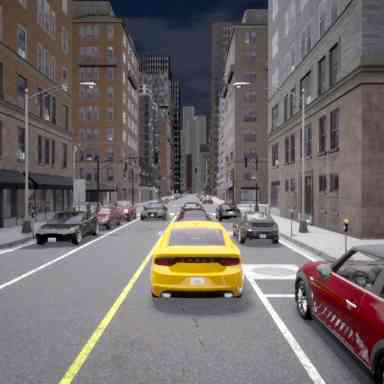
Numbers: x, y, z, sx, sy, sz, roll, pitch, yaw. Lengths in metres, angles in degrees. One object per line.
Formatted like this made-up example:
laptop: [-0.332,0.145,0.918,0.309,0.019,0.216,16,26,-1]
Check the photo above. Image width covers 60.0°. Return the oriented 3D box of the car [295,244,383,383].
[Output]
car: [2.859,1.440,4.621,1.967,1.590,4.097,0,0,0]

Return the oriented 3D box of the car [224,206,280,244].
car: [2.867,1.551,15.624,2.008,1.369,4.403,0,0,0]

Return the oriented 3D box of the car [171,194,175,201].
car: [-5.562,1.614,74.553,2.008,1.369,4.403,0,0,0]

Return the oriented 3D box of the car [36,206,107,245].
car: [-5.658,1.566,15.630,1.947,1.339,4.313,0,0,0]

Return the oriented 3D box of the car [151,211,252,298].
car: [0.100,1.478,8.552,1.882,1.535,5.008,0,0,0]

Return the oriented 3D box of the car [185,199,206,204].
car: [0.019,1.528,26.356,1.812,1.442,4.674,0,0,2]

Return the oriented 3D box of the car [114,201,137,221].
car: [-5.651,1.443,26.633,1.967,1.590,4.097,0,0,0]

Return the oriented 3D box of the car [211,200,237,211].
car: [2.875,1.568,26.627,1.947,1.339,4.313,0,0,0]

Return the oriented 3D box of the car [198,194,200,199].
car: [2.962,1.614,74.535,2.008,1.369,4.403,0,0,0]

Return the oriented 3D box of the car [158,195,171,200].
car: [-5.590,1.624,63.736,1.802,1.307,4.206,0,0,0]

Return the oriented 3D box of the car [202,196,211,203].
car: [2.949,1.577,69.296,1.752,1.417,4.829,0,0,0]

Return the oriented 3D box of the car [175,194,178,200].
car: [-5.523,1.635,90.608,1.752,1.417,4.829,0,0,0]

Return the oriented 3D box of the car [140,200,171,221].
car: [-2.985,1.569,27.115,1.994,1.385,4.181,0,0,0]

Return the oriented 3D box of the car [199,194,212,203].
car: [2.934,1.482,63.717,1.967,1.590,4.097,0,0,0]

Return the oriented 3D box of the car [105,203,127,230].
car: [-5.655,1.583,21.132,1.802,1.307,4.206,0,0,0]

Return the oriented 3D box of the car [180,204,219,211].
car: [0.119,1.565,17.545,1.994,1.385,4.181,0,0,0]
